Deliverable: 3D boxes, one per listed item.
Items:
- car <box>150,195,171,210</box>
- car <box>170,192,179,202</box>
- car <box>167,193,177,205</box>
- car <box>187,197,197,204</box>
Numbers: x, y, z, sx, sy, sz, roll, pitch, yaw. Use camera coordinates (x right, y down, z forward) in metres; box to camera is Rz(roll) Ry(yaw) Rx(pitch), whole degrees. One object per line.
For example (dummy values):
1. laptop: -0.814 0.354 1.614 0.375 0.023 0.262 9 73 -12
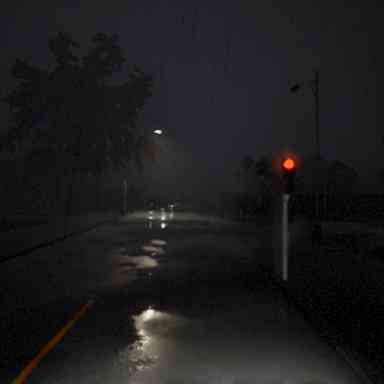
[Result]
1. car: -4.075 1.453 41.710 1.837 1.490 4.892 0 0 0
2. car: -3.972 1.045 70.916 2.150 2.045 5.566 0 0 0
3. car: -4.046 1.434 56.129 1.837 1.490 4.892 0 0 0
4. car: 0.025 1.524 61.888 1.895 1.301 4.718 0 0 0
